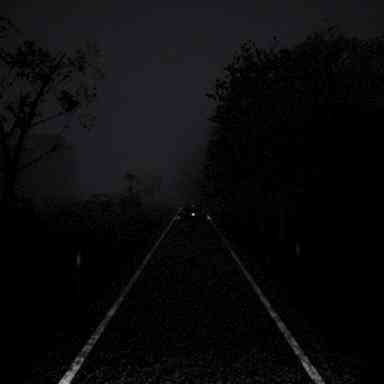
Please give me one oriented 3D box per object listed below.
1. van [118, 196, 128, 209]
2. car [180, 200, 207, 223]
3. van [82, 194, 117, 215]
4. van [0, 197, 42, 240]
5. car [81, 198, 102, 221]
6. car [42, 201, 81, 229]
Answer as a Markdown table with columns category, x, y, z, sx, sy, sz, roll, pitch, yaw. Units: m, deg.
| category | x | y | z | sx | sy | sz | roll | pitch | yaw |
| --- | --- | --- | --- | --- | --- | --- | --- | --- | --- |
| van | -9.263 | 1.246 | 43.035 | 1.878 | 1.987 | 4.442 | 0 | -1 | -2 |
| car | 0.095 | 1.583 | 25.748 | 1.994 | 1.385 | 4.181 | 0 | 0 | 0 |
| van | -9.096 | 1.231 | 33.084 | 1.878 | 1.987 | 4.442 | 0 | -1 | -3 |
| van | -9.075 | 1.221 | 15.376 | 1.878 | 1.987 | 4.442 | 0 | 0 | 2 |
| car | -9.084 | 1.475 | 26.571 | 2.163 | 1.488 | 4.792 | 0 | -1 | -2 |
| car | -9.078 | 1.435 | 21.060 | 2.231 | 1.521 | 4.892 | 0 | -1 | -2 |
